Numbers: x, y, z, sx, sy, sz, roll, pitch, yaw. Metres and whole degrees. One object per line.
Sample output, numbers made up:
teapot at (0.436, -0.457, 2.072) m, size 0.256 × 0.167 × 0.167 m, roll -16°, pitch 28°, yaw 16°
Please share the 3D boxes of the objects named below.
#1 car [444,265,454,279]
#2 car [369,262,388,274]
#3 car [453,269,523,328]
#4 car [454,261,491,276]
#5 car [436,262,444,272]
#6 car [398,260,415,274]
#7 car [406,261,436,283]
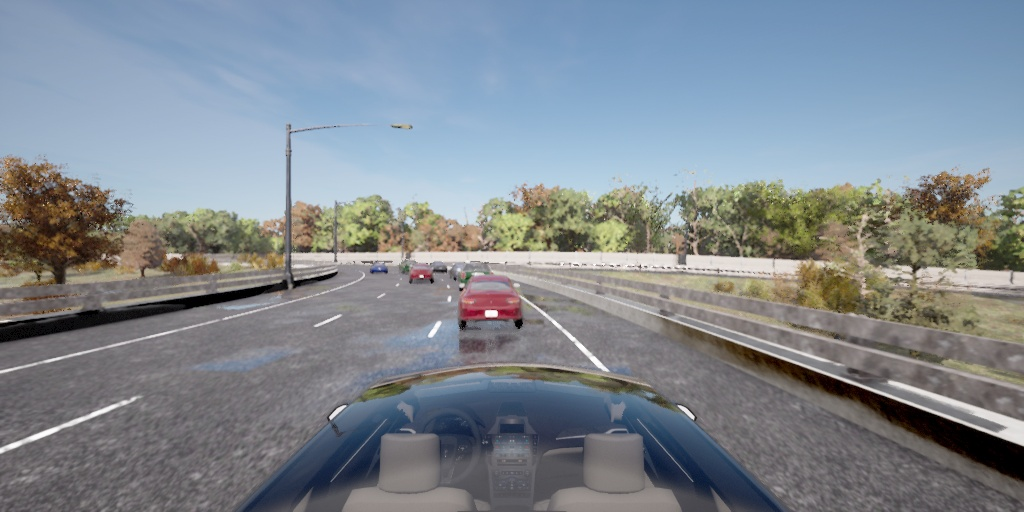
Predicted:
car at (-4.569, 1.401, 32.176) m, size 2.033 × 1.411 × 5.357 m, roll 0°, pitch 0°, yaw -16°
car at (-16.697, 1.467, 44.801) m, size 1.994 × 1.385 × 4.181 m, roll 0°, pitch 0°, yaw -24°
car at (-0.708, 1.308, 11.422) m, size 1.812 × 1.442 × 4.674 m, roll 0°, pitch 0°, yaw -4°
car at (-2.333, 1.171, 22.413) m, size 2.097 × 1.767 × 4.553 m, roll 0°, pitch 0°, yaw -10°
car at (-9.577, 1.465, 45.939) m, size 1.994 × 1.385 × 4.181 m, roll 0°, pitch 0°, yaw -24°
car at (-12.993, 1.255, 44.983) m, size 2.097 × 1.767 × 4.553 m, roll 0°, pitch 0°, yaw -23°
car at (-7.412, 1.371, 29.246) m, size 1.812 × 1.442 × 4.674 m, roll 0°, pitch 0°, yaw -15°
